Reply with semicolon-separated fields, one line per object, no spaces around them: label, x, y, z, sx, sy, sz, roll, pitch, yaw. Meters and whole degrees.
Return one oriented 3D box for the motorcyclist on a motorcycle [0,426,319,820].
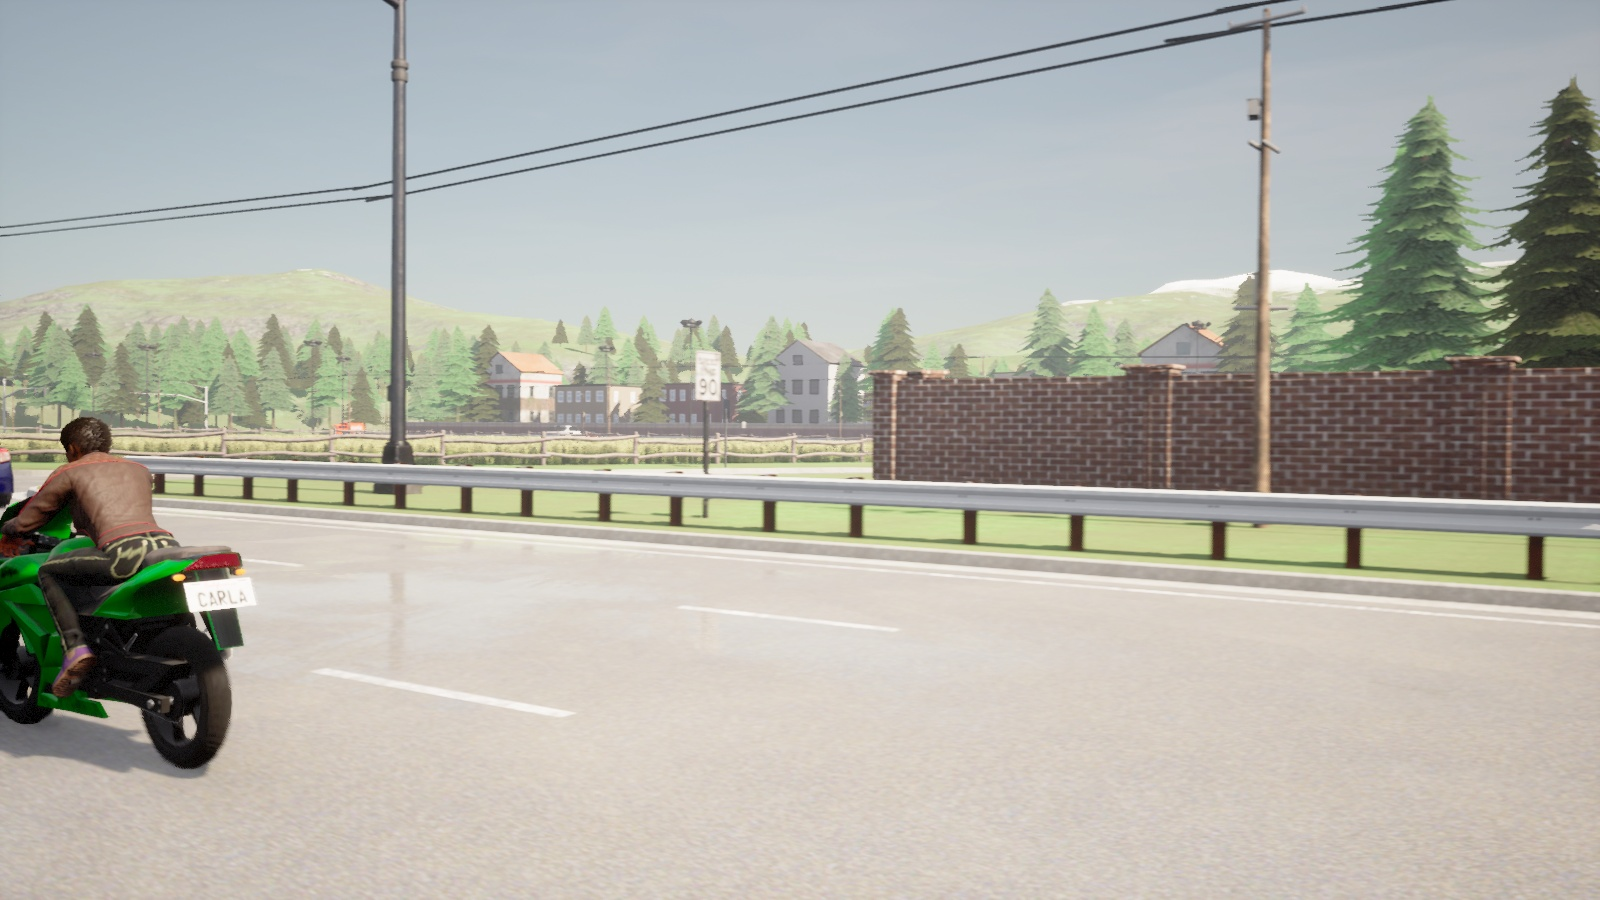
motorcyclist on a motorcycle;-3.192;0.664;5.744;2.044;1.523;0.797;0;1;34

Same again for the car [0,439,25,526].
car;-15.779;0.580;22.509;3.633;1.501;1.845;0;1;34
